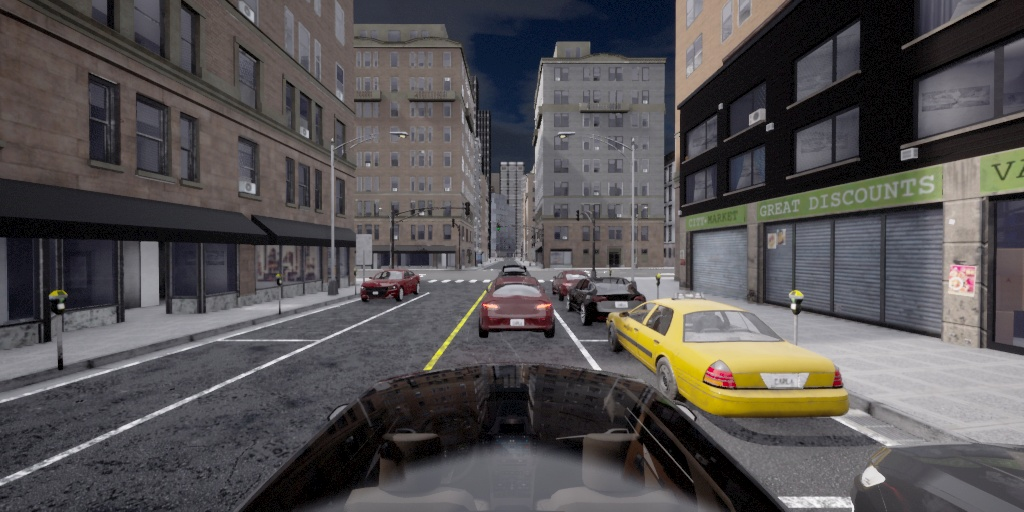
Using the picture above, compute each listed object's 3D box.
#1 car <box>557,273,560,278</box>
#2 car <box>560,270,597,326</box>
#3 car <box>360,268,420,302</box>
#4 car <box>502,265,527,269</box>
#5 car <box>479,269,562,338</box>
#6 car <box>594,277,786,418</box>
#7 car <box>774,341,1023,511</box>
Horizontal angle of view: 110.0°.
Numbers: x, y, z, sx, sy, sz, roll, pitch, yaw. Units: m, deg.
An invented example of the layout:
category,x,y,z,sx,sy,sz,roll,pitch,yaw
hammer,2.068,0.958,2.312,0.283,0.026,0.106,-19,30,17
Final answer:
category,x,y,z,sx,sy,sz,roll,pitch,yaw
car,2.898,1.326,17.087,1.802,1.307,4.207,0,0,0
car,2.889,1.312,11.502,1.948,1.339,4.313,0,0,0
car,-5.648,1.289,17.098,1.888,1.381,4.507,0,0,0
car,0.126,1.248,20.348,1.837,1.490,4.892,0,0,0
car,0.106,1.273,10.067,1.812,1.442,4.674,0,0,0
car,2.881,1.274,6.085,1.751,1.417,4.829,0,0,0
car,2.871,1.301,0.330,2.007,1.370,4.403,0,0,0
